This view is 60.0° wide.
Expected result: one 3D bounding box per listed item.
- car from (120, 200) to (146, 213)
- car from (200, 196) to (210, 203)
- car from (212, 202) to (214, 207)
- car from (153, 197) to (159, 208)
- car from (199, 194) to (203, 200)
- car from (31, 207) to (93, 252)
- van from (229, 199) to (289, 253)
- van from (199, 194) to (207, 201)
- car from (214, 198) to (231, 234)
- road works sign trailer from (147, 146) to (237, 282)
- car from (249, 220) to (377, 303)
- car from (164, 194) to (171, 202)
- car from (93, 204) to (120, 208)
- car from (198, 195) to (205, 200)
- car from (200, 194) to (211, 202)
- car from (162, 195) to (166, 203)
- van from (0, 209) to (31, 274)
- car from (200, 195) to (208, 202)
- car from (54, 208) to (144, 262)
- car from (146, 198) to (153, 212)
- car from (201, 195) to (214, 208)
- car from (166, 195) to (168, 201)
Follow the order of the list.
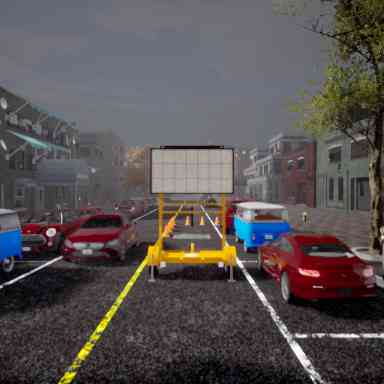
[{"bbox_3d":[-5.714,1.431,30.081,1.967,1.590,4.097,-1,0,0],"label":"car"},{"bbox_3d":[2.640,1.560,68.928,1.802,1.307,4.206,-1,0,0],"label":"car"},{"bbox_3d":[2.672,1.575,24.541,1.802,1.307,4.206,-1,0,0],"label":"car"},{"bbox_3d":[-5.724,1.568,46.726,1.802,1.307,4.206,-1,0,0],"label":"car"},{"bbox_3d":[2.646,1.297,57.831,2.192,1.841,5.009,-1,0,0],"label":"car"},{"bbox_3d":[-5.702,1.436,13.436,1.967,1.590,4.097,-1,0,0],"label":"car"},{"bbox_3d":[2.677,1.337,13.444,1.690,1.788,3.998,-1,0,0],"label":"van"},{"bbox_3d":[2.630,1.314,80.024,1.690,1.788,3.998,-1,0,0],"label":"van"},{"bbox_3d":[2.674,1.310,18.993,2.192,1.841,5.009,-1,0,0],"label":"car"},{"bbox_3d":[0.006,0.462,9.722,2.380,3.560,2.880,0,0,0],"label":"road works sign trailer"},{"bbox_3d":[2.684,1.580,7.896,1.802,1.307,4.206,-1,0,0],"label":"car"},{"bbox_3d":[-5.746,1.291,74.468,2.192,1.841,5.009,-1,0,0],"label":"car"},{"bbox_3d":[-5.705,1.539,18.985,1.887,1.381,4.507,-1,0,0],"label":"car"},{"bbox_3d":[2.624,1.494,91.291,1.752,1.417,4.829,-1,0,0],"label":"car"},{"bbox_3d":[2.653,1.509,52.452,1.752,1.417,4.829,-1,0,0],"label":"car"},{"bbox_3d":[-5.729,1.535,52.274,2.008,1.369,4.403,-1,0,0],"label":"car"},{"bbox_3d":[-5.699,1.339,7.888,1.690,1.788,3.998,-1,0,0],"label":"van"},{"bbox_3d":[2.636,1.501,74.646,1.752,1.417,4.829,-1,0,0],"label":"car"},{"bbox_3d":[-3.108,1.522,12.196,1.812,1.442,4.674,0,0,0],"label":"car"},{"bbox_3d":[-5.716,1.534,35.630,1.887,1.381,4.507,-1,0,0],"label":"car"},{"bbox_3d":[2.656,1.552,46.734,1.947,1.339,4.313,-1,0,0],"label":"car"},{"bbox_3d":[-5.732,1.564,57.823,1.802,1.307,4.206,-1,0,0],"label":"car"}]
